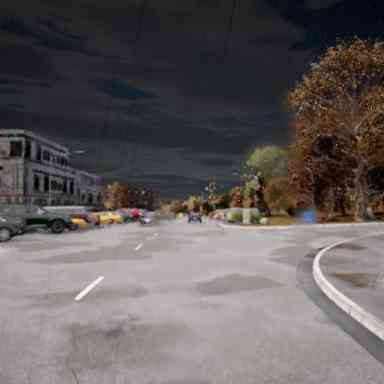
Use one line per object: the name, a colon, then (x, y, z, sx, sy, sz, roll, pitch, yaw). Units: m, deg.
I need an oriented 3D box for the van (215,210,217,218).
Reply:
van: (6.691, 3.816, 55.395, 4.442, 1.987, 1.878, 2, -3, -19)

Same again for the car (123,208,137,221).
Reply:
car: (-11.113, 3.577, 49.840, 4.553, 1.767, 2.185, 0, -4, -19)

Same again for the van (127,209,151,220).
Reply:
van: (-10.787, 4.553, 67.458, 4.442, 1.987, 1.878, 0, -4, -19)

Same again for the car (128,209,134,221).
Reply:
car: (-11.101, 3.530, 46.906, 4.892, 1.521, 2.231, 0, -3, -19)

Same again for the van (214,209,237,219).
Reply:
van: (7.060, 4.732, 70.176, 4.442, 1.987, 1.878, 2, -4, -19)

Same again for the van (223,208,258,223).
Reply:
van: (6.814, 3.296, 46.665, 4.442, 1.987, 1.878, 2, -4, -19)

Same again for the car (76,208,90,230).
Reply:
car: (-11.139, 2.325, 26.473, 5.366, 1.575, 1.946, 0, -4, -20)

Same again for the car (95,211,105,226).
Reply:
car: (-11.289, 2.699, 32.255, 4.792, 1.488, 2.163, 0, -3, -19)

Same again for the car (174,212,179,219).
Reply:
car: (-4.431, 5.057, 71.644, 1.837, 1.490, 4.892, 0, -4, 1)

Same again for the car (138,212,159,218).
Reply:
car: (-10.747, 5.705, 82.044, 4.892, 1.521, 2.231, 1, -4, -19)

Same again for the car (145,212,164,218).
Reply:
car: (-10.620, 6.450, 93.752, 4.892, 1.521, 2.231, 0, -4, -19)

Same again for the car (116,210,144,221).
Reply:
car: (-10.957, 4.108, 58.633, 4.553, 1.767, 2.185, 0, -3, -19)

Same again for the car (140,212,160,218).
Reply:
car: (-10.708, 5.930, 84.966, 4.674, 1.452, 2.002, 0, -4, -19)

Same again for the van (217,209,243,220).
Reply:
van: (6.970, 4.183, 61.357, 4.442, 1.987, 1.878, 2, -4, -19)

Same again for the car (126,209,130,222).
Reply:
car: (-11.107, 3.386, 43.983, 4.792, 1.488, 2.163, 0, -4, -19)

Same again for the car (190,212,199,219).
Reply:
car: (0.681, 5.752, 82.135, 2.128, 1.511, 4.902, 0, -4, 1)

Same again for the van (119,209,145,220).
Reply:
van: (-11.065, 4.188, 61.517, 4.442, 1.987, 1.878, 0, -3, -19)

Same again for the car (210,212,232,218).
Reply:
car: (7.102, 5.728, 81.881, 4.792, 1.488, 2.163, 2, -4, -19)

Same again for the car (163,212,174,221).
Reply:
car: (-4.632, 4.234, 56.704, 1.895, 1.301, 4.718, 0, -3, 1)

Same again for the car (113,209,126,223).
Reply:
car: (-11.346, 3.179, 40.987, 5.366, 1.575, 1.946, 0, -3, -19)

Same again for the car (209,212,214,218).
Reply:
car: (6.715, 4.576, 64.177, 5.366, 1.575, 1.946, 2, -4, -19)

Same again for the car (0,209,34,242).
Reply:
car: (-11.361, 1.867, 17.617, 4.892, 1.521, 2.231, 0, -2, -20)

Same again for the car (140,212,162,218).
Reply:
car: (-10.848, 6.072, 87.829, 5.366, 1.575, 1.946, 1, -4, -19)

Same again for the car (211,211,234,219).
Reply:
car: (6.988, 5.197, 75.992, 4.553, 1.767, 2.185, 2, -4, -19)

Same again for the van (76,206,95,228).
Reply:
van: (-11.182, 2.274, 29.397, 4.442, 1.987, 1.878, 0, -4, -20)

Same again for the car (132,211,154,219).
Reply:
car: (-10.862, 5.020, 73.258, 4.553, 1.767, 2.185, 0, -4, -19)

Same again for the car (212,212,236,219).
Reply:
car: (7.010, 5.168, 73.064, 4.792, 1.488, 2.163, 2, -4, -19)

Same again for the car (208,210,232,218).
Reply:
car: (7.085, 5.633, 84.811, 5.566, 2.045, 2.435, 2, -4, -19)

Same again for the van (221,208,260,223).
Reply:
van: (6.565, 3.114, 43.640, 4.442, 1.987, 1.878, 2, -3, -19)

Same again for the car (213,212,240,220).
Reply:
car: (6.913, 4.769, 67.179, 4.892, 1.521, 2.231, 2, -4, -19)

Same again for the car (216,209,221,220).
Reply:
car: (6.767, 3.907, 52.482, 4.674, 1.452, 2.002, 2, -3, -19)

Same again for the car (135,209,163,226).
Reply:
car: (-4.766, 2.989, 37.583, 2.128, 1.511, 4.902, 0, -3, -2)

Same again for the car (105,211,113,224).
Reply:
car: (-11.409, 2.837, 35.136, 5.366, 1.575, 1.946, 0, -3, -19)

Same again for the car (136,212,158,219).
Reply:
car: (-10.740, 5.547, 79.122, 4.792, 1.488, 2.163, 1, -4, -19)

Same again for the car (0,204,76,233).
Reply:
car: (-11.312, 1.907, 23.502, 5.566, 2.045, 2.435, 0, -3, -20)

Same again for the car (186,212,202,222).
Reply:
car: (0.431, 3.711, 49.251, 1.812, 1.442, 4.674, 0, -3, 1)
